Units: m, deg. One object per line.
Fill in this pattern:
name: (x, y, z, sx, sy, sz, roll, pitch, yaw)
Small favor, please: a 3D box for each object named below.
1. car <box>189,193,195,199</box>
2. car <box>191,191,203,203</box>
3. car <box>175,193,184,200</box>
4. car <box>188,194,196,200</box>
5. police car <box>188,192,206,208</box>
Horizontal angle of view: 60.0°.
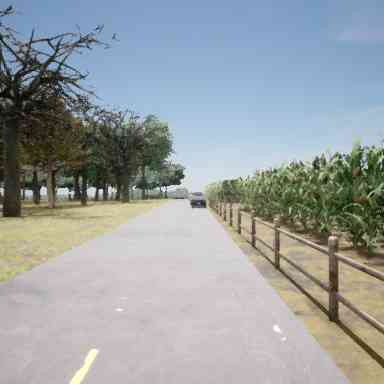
car: (-0.001, 1.137, 94.080, 1.837, 1.490, 4.892, 0, 0, 0)
car: (0.825, 0.911, 59.096, 2.150, 2.045, 5.566, 0, 0, 0)
car: (-2.750, 1.064, 75.935, 1.882, 1.535, 5.008, 0, 0, 0)
car: (0.000, 1.119, 79.072, 1.812, 1.442, 4.674, 0, 0, 0)
police car: (0.825, 1.179, 43.168, 1.930, 1.638, 5.238, 0, 0, 0)
